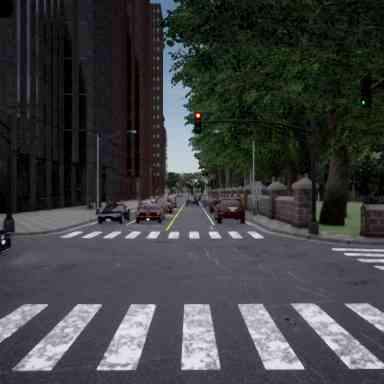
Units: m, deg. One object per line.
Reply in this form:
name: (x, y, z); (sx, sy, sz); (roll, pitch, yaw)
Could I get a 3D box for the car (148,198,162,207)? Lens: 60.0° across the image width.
car: (-5.741, 1.613, 52.335); (1.802, 1.307, 4.206); (0, 0, 0)

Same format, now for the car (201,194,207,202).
car: (2.785, 1.472, 52.338); (1.967, 1.590, 4.097); (0, 0, 0)

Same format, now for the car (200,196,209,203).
car: (2.794, 1.580, 74.333); (1.752, 1.417, 4.829); (0, 0, 0)

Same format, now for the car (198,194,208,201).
car: (2.798, 1.384, 85.077); (2.192, 1.841, 5.009); (0, 0, 0)

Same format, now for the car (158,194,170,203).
car: (-5.734, 1.363, 68.706); (2.192, 1.841, 5.009); (0, 0, 0)

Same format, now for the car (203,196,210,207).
car: (2.780, 1.572, 41.424); (2.008, 1.369, 4.403); (0, 0, 0)

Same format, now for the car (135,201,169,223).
car: (-3.089, 1.608, 25.495); (1.895, 1.301, 4.718); (0, 0, 0)

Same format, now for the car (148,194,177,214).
car: (-3.083, 1.367, 35.488); (2.097, 1.767, 4.553); (0, 0, 1)

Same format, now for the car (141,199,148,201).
car: (-5.745, 1.572, 41.420); (2.008, 1.369, 4.403); (0, 0, 0)

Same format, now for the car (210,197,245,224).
car: (2.773, 1.321, 25.055); (2.192, 1.841, 5.009); (0, 0, 0)

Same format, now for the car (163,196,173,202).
car: (-5.729, 1.606, 79.620); (1.887, 1.381, 4.507); (0, 0, 0)

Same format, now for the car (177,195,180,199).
car: (-3.069, 1.530, 46.808); (1.837, 1.490, 4.892); (0, 0, 0)

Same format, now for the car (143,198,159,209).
car: (-5.743, 1.608, 46.877); (1.802, 1.307, 4.206); (0, 0, 0)

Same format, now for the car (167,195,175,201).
car: (-5.725, 1.518, 90.534); (1.967, 1.590, 4.097); (0, 0, 0)

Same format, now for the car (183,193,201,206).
car: (0.078, 1.386, 55.328); (2.097, 1.767, 4.553); (0, 0, 0)

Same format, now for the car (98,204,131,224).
car: (-5.752, 1.572, 25.050); (1.947, 1.339, 4.313); (0, 0, 0)

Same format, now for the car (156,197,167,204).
car: (-5.736, 1.624, 63.249); (1.802, 1.307, 4.206); (0, 0, 0)

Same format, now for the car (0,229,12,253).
car: (-8.134, 1.438, 10.593); (4.181, 1.385, 1.994); (1, 0, -11)

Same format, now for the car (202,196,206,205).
car: (2.782, 1.577, 46.881); (2.008, 1.369, 4.403); (0, 0, 0)

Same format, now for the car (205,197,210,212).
car: (2.778, 1.582, 35.968); (1.947, 1.339, 4.313); (0, 0, 0)

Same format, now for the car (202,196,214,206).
car: (2.787, 1.477, 57.794); (1.967, 1.590, 4.097); (0, 0, 0)
